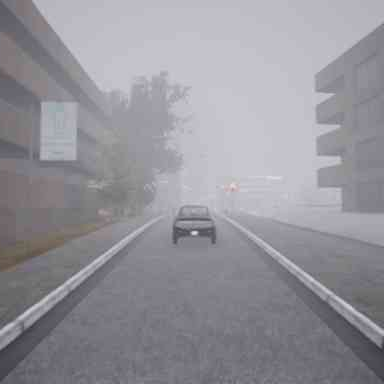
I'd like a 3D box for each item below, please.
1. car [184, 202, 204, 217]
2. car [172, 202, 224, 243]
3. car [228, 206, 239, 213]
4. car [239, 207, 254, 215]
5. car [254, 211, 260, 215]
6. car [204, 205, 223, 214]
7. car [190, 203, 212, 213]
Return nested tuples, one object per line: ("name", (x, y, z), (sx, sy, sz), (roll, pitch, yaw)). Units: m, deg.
("car", (0.267, 1.696, 32.969), (1.812, 1.442, 4.674), (0, -2, 1))
("car", (0.103, 1.387, 15.401), (2.128, 1.511, 4.902), (0, 0, 0))
("car", (7.840, 4.255, 76.350), (2.185, 1.767, 4.553), (7, -5, -30))
("car", (10.837, 4.435, 76.905), (2.435, 2.045, 5.566), (8, -6, -30))
("car", (13.670, 4.988, 77.591), (1.946, 1.575, 5.366), (7, -5, -30))
("car", (4.867, 3.994, 75.857), (2.185, 1.767, 4.553), (5, -5, -31))
("car", (1.987, 3.689, 75.275), (2.435, 2.045, 5.566), (2, -4, -30))
